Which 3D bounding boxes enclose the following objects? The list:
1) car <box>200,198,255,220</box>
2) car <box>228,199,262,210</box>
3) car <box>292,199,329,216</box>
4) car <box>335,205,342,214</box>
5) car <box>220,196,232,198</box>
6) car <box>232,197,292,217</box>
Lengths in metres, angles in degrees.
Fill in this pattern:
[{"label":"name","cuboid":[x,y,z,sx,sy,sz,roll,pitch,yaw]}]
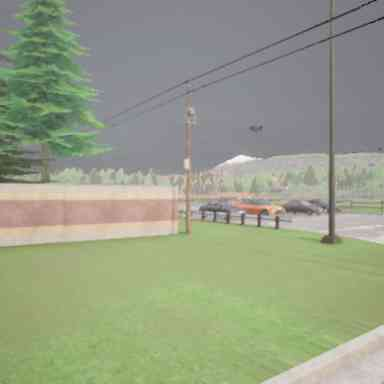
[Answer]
[{"label":"car","cuboid":[2.628,1.548,28.453,2.128,1.511,4.902,0,0,-36]},{"label":"car","cuboid":[7.260,1.701,45.944,1.895,1.301,4.718,0,0,-36]},{"label":"car","cuboid":[11.274,1.616,34.419,1.812,1.442,4.674,0,0,-36]},{"label":"car","cuboid":[13.997,1.606,36.628,1.837,1.490,4.892,0,0,-36]},{"label":"car","cuboid":[5.142,1.443,42.898,2.097,1.767,4.553,0,0,-36]},{"label":"car","cuboid":[6.110,1.420,29.614,2.097,1.767,4.553,0,0,-36]}]
